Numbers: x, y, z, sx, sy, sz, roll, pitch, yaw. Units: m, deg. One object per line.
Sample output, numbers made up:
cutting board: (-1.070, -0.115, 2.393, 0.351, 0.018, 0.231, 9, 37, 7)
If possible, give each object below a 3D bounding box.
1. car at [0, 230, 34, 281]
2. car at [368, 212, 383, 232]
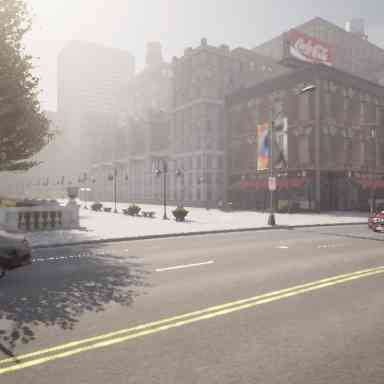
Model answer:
car: (-6.403, 1.526, 8.004, 4.674, 1.442, 1.812, 0, 0, -34)
car: (12.090, 1.352, 18.458, 4.553, 1.767, 2.097, 0, 0, -19)
